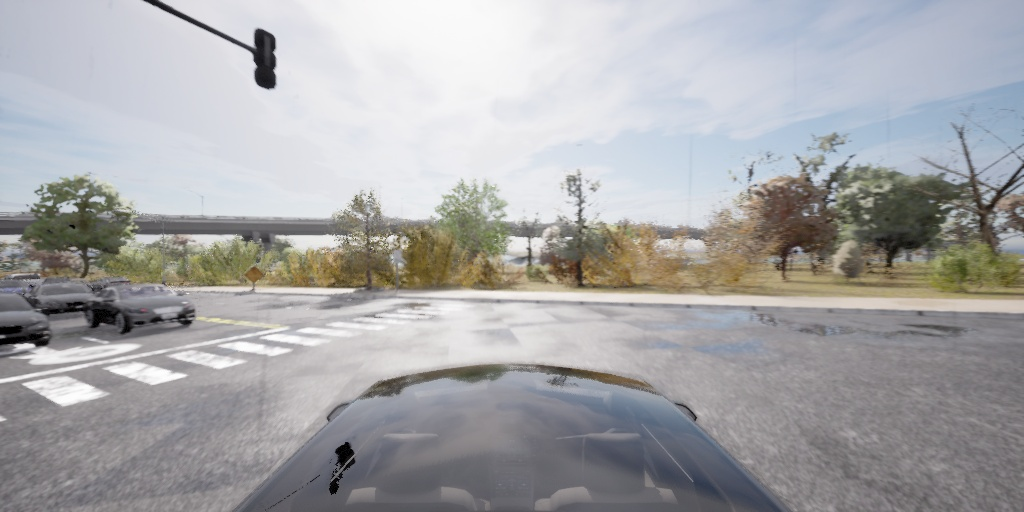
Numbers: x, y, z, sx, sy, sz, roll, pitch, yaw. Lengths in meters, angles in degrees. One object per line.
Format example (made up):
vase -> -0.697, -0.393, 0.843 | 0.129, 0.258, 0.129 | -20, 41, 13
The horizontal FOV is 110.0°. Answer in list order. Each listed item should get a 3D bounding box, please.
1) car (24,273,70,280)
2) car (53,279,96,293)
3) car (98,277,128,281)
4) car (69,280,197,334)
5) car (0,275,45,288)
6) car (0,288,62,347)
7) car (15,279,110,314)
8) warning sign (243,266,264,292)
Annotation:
car -> -38.355, 2.551, 29.933 | 4.553, 1.767, 2.097 | -2, 0, 28
car -> -45.397, 3.078, 37.203 | 4.718, 1.301, 1.895 | -2, 0, 28
car -> -36.107, 2.628, 32.308 | 4.902, 1.511, 2.128 | -2, 0, 28
car -> -13.364, 1.773, 12.872 | 4.902, 1.511, 2.128 | -2, 0, 28
car -> -32.327, 2.311, 22.872 | 4.553, 1.767, 2.097 | -2, 0, 27
car -> -14.723, 1.815, 9.915 | 4.892, 1.490, 1.837 | -2, 0, 28
car -> -21.498, 2.073, 17.157 | 4.892, 1.490, 1.837 | -1, 0, 28
warning sign -> -19.198, 1.661, 26.631 | 1.060, 1.860, 1.300 | 0, 0, 28
